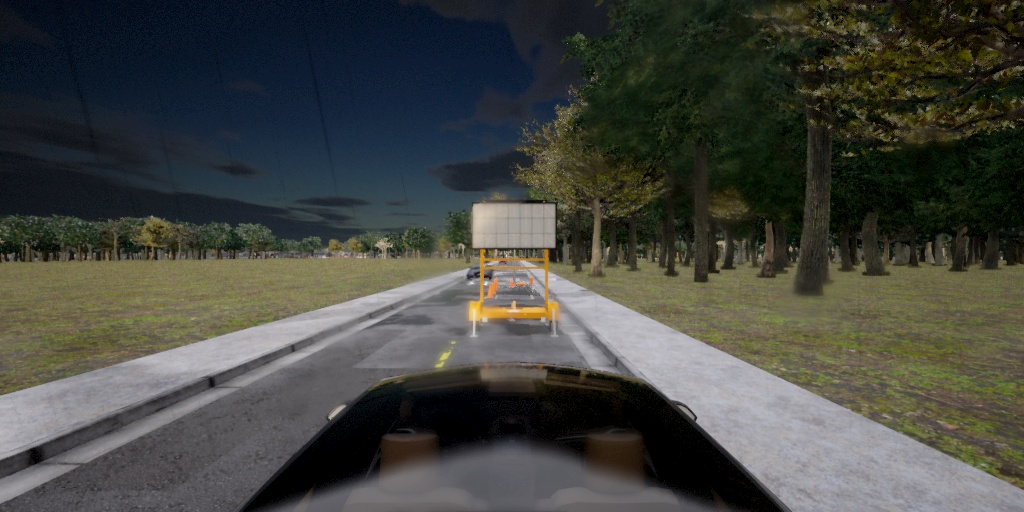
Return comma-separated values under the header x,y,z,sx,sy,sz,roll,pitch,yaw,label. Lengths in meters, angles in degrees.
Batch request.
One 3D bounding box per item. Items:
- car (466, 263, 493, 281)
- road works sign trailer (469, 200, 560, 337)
x,y,z,sx,sy,sz,roll,pitch,yaw,label
-2.646,1.314,30.421,1.994,1.385,4.181,0,0,0,car
0.067,0.214,10.256,2.380,3.560,2.880,0,0,0,road works sign trailer
